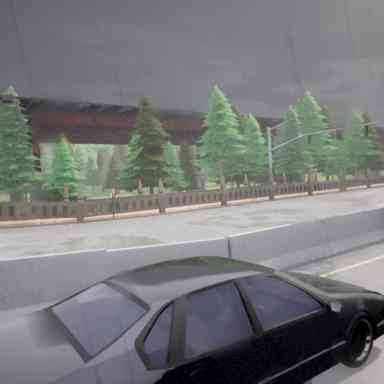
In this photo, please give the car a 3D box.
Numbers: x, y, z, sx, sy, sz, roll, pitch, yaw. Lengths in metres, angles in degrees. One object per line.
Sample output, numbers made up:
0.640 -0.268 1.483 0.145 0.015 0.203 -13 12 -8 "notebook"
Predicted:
0.259 1.529 3.935 5.357 1.411 2.033 -1 1 -36 "car"
